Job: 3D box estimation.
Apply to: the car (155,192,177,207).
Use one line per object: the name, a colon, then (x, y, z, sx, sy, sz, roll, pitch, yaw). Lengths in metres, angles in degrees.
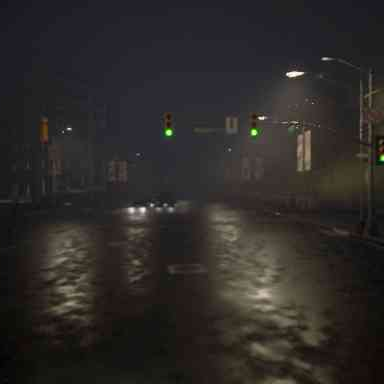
car: (-3.519, 0.961, 46.607, 2.150, 2.045, 5.566, 0, 0, 0)

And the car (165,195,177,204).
car: (-3.508, 1.210, 56.370, 1.812, 1.442, 4.674, 0, 0, 0)

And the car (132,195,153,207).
car: (-7.018, 1.348, 45.706, 1.895, 1.301, 4.718, 0, 0, 0)

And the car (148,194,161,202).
car: (-7.432, 1.184, 65.398, 2.033, 1.411, 5.357, 0, 0, -10)

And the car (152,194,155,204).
car: (-7.007, 1.200, 54.849, 1.837, 1.490, 4.892, 0, 0, 0)

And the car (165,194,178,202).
car: (-4.143, 1.173, 66.805, 2.033, 1.411, 5.357, 0, 0, -10)
